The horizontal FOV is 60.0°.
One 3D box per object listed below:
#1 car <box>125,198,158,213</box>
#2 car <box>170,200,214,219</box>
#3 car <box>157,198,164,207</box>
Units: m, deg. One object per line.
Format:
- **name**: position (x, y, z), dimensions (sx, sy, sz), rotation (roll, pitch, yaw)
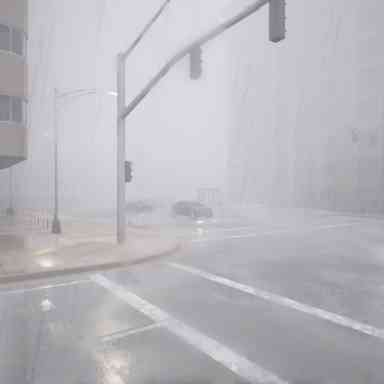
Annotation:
- **car**: position (-6.081, 1.601, 37.409), dimensions (1.895, 1.301, 4.718), rotation (0, 0, -36)
- **car**: position (-0.095, 1.505, 29.185), dimensions (1.837, 1.490, 4.892), rotation (0, 0, -36)
- **car**: position (-6.272, 1.547, 43.914), dimensions (2.033, 1.411, 5.357), rotation (0, 0, -36)
